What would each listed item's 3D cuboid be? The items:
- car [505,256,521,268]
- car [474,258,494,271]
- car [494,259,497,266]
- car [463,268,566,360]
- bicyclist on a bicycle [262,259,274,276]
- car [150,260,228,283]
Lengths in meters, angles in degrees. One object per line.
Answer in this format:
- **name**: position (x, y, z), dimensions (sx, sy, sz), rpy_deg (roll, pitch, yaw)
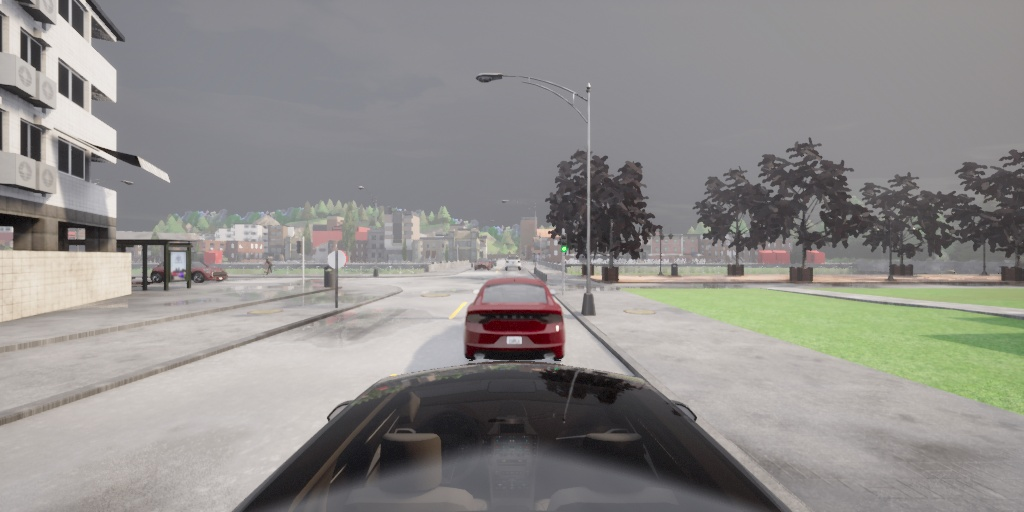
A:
- **car**: position (0.148, 0.970, 52.782), dimensions (2.150, 2.045, 5.566), rpy_deg (0, 0, 0)
- **car**: position (-4.063, 1.101, 50.281), dimensions (2.097, 1.767, 4.553), rpy_deg (0, 0, 0)
- **car**: position (-4.043, 1.240, 59.525), dimensions (2.128, 1.511, 4.902), rpy_deg (0, 0, 0)
- **car**: position (0.059, 1.227, 8.378), dimensions (1.882, 1.535, 5.008), rpy_deg (0, 0, 0)
- **bicyclist on a bicycle**: position (-24.004, 1.098, 35.283), dimensions (0.582, 1.620, 1.656), rpy_deg (0, 0, 0)
- **car**: position (-24.078, 1.102, 26.886), dimensions (4.553, 1.767, 2.097), rpy_deg (0, 0, 0)
